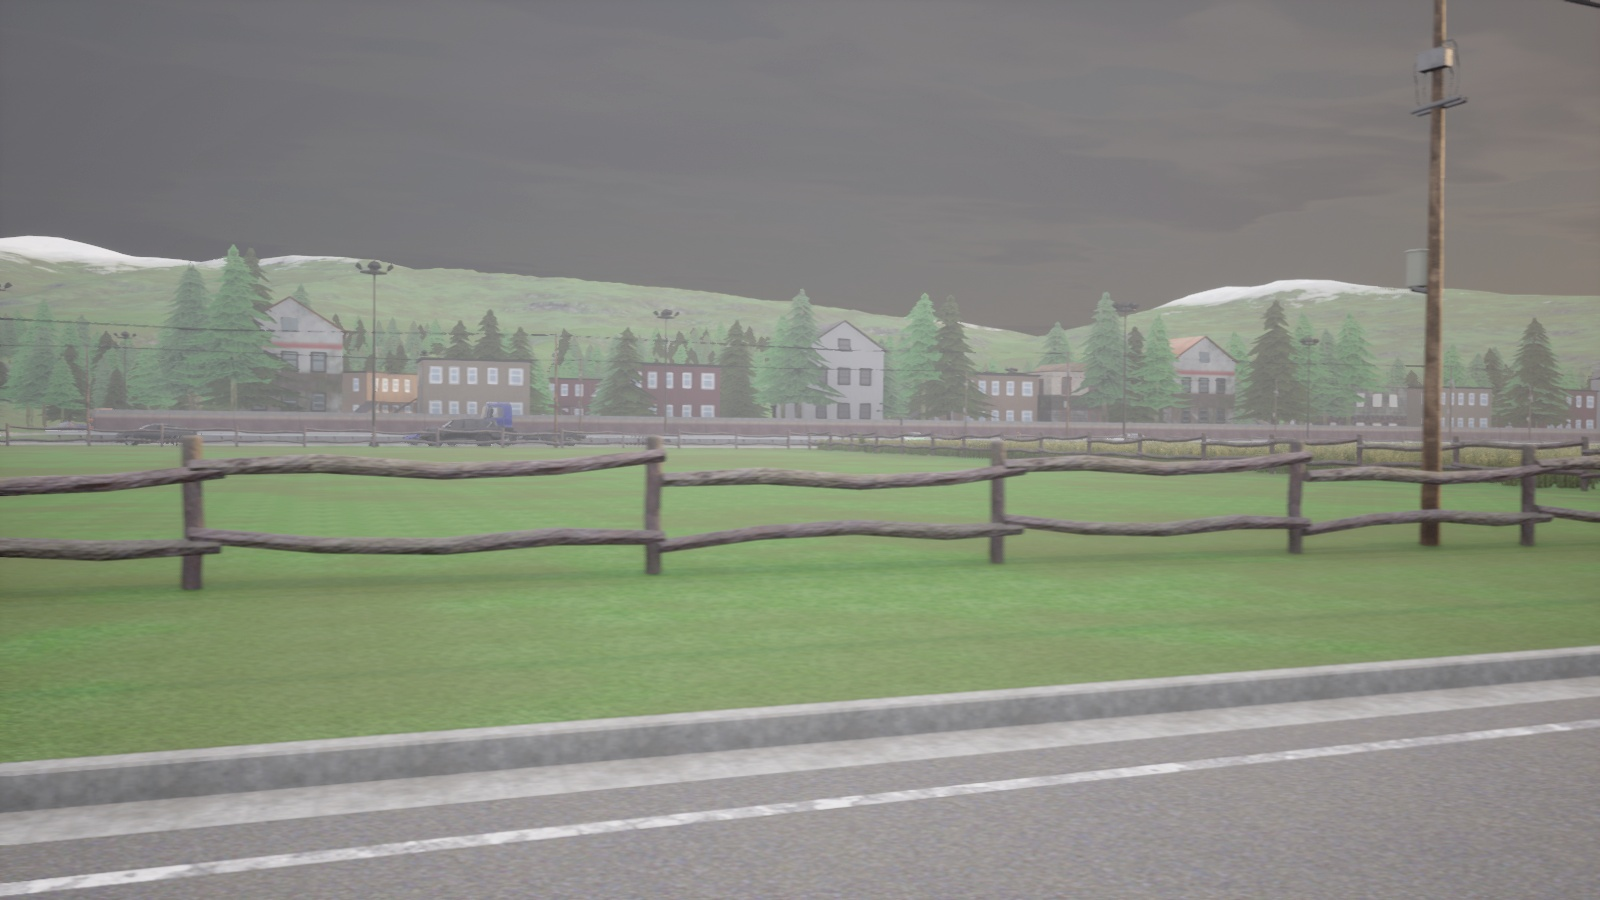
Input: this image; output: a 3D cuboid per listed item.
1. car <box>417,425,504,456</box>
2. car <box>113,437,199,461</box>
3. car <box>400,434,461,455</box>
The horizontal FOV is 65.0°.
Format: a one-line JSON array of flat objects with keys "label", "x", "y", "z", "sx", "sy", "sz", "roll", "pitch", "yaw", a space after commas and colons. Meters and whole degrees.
[{"label": "car", "x": -23.439, "y": -0.652, "z": 86.625, "sx": 5.566, "sy": 2.045, "sz": 2.150, "roll": -1, "pitch": 1, "yaw": -21}, {"label": "car", "x": -42.597, "y": -0.078, "z": 83.193, "sx": 4.892, "sy": 1.490, "sz": 1.837, "roll": -1, "pitch": 1, "yaw": -21}, {"label": "car", "x": -27.269, "y": -0.412, "z": 92.668, "sx": 4.193, "sy": 1.474, "sz": 1.816, "roll": -1, "pitch": 1, "yaw": -21}]
